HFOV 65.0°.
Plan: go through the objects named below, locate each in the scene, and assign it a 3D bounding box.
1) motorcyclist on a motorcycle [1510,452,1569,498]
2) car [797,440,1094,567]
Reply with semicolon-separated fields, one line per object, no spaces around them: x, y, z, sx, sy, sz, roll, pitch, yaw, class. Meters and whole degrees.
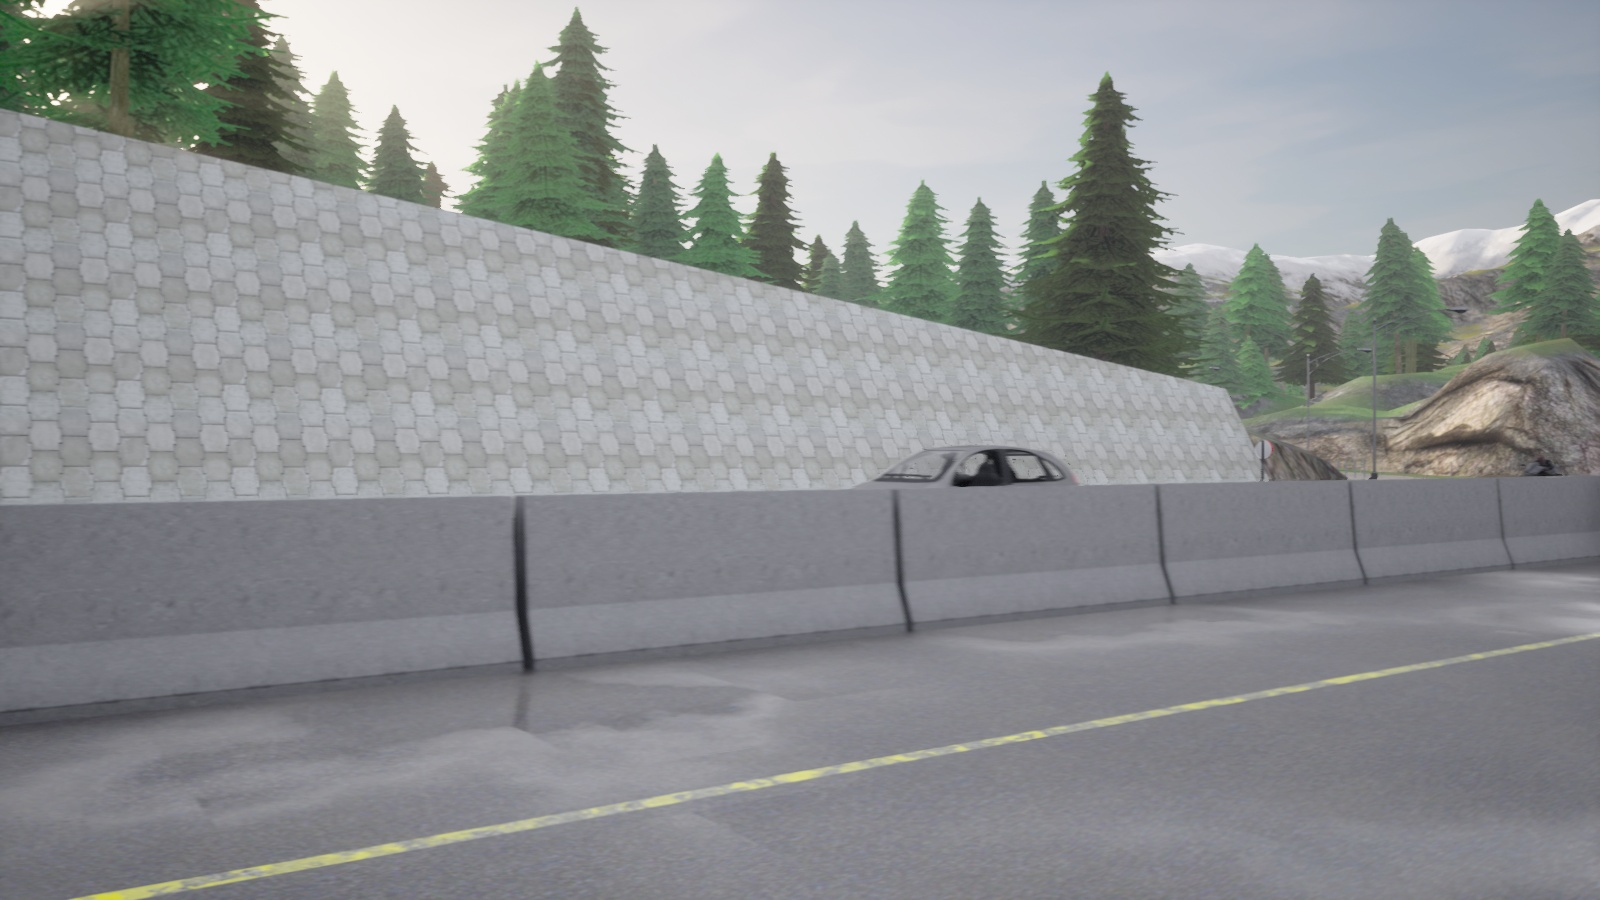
24.932;0.831;42.334;2.191;1.530;0.866;0;0;-35;motorcyclist on a motorcycle
2.124;0.682;17.930;3.988;1.617;1.851;0;0;-35;car
